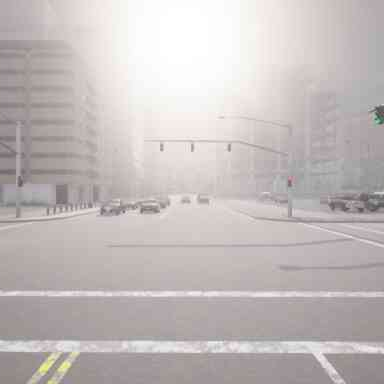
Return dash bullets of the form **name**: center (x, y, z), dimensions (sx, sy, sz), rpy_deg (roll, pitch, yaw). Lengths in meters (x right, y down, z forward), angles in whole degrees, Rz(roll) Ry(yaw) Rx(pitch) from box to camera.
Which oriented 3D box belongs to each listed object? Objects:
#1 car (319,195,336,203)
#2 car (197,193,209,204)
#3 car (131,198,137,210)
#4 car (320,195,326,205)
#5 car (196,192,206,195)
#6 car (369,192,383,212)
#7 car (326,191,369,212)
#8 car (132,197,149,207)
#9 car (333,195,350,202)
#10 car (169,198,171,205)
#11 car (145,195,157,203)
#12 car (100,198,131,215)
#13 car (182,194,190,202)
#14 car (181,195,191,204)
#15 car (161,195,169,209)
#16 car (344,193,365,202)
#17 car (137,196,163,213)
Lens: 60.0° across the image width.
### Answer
- **car**: center (27.785, 1.391, 68.360), dimensions (1.970, 1.475, 3.806), rpy_deg (0, 0, 0)
- **car**: center (2.284, 1.473, 64.662), dimensions (1.882, 1.535, 5.008), rpy_deg (0, 0, 0)
- **car**: center (-8.130, 1.523, 43.388), dimensions (1.812, 1.442, 4.674), rpy_deg (0, 0, 0)
- **car**: center (22.090, 1.392, 53.230), dimensions (1.970, 1.475, 3.806), rpy_deg (0, 0, 0)
- **car**: center (2.202, 1.046, 74.466), dimensions (2.150, 2.045, 5.566), rpy_deg (0, 0, 0)
- **car**: center (19.470, 1.154, 35.750), dimensions (1.905, 1.878, 3.866), rpy_deg (0, 0, 0)
- **car**: center (16.575, 1.151, 35.790), dimensions (1.932, 1.855, 4.605), rpy_deg (0, 0, 0)
- **car**: center (-8.217, 1.560, 53.383), dimensions (1.994, 1.385, 4.181), rpy_deg (0, 0, -1)
- **car**: center (30.680, 1.359, 68.373), dimensions (1.784, 1.438, 3.905), rpy_deg (0, 0, 0)
- **car**: center (-4.727, 1.348, 55.923), dimensions (2.097, 1.767, 4.553), rpy_deg (0, 0, 0)
- **car**: center (-8.252, 1.474, 67.898), dimensions (1.882, 1.535, 5.008), rpy_deg (0, 0, 0)
- **car**: center (-8.061, 1.489, 34.239), dimensions (2.128, 1.511, 4.902), rpy_deg (0, 0, 0)
- **car**: center (-1.298, 1.299, 74.407), dimensions (1.882, 1.535, 5.008), rpy_deg (0, 0, 0)
- **car**: center (-1.222, 1.596, 65.336), dimensions (1.895, 1.301, 4.718), rpy_deg (0, 0, 0)
- **car**: center (-4.658, 1.349, 46.007), dimensions (2.097, 1.767, 4.553), rpy_deg (0, 0, -1)
- **car**: center (33.363, 1.149, 68.436), dimensions (1.932, 1.855, 4.605), rpy_deg (0, 0, 0)
- **car**: center (-4.584, 1.502, 36.864), dimensions (1.837, 1.490, 4.892), rpy_deg (0, 0, 0)
